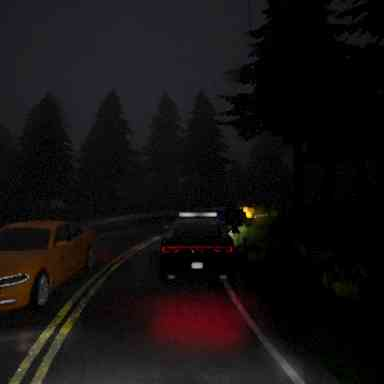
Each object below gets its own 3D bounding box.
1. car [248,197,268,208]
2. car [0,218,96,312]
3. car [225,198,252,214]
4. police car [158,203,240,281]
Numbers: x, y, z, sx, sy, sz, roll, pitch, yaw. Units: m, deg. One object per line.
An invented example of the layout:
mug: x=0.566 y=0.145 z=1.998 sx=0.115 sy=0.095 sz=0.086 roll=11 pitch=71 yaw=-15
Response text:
car: x=4.343 y=1.158 z=23.888 sx=1.801 sy=1.575 sz=5.366 roll=-3 pitch=0 yaw=31
car: x=-3.750 y=1.437 z=7.860 sx=1.882 sy=1.535 sz=5.008 roll=0 pitch=0 yaw=-1
car: x=1.868 y=1.344 z=18.754 sx=1.812 sy=1.442 sz=4.674 roll=-2 pitch=0 yaw=20
police car: x=0.178 y=1.370 z=9.862 sx=1.930 sy=1.638 sz=5.238 roll=0 pitch=1 yaw=1
